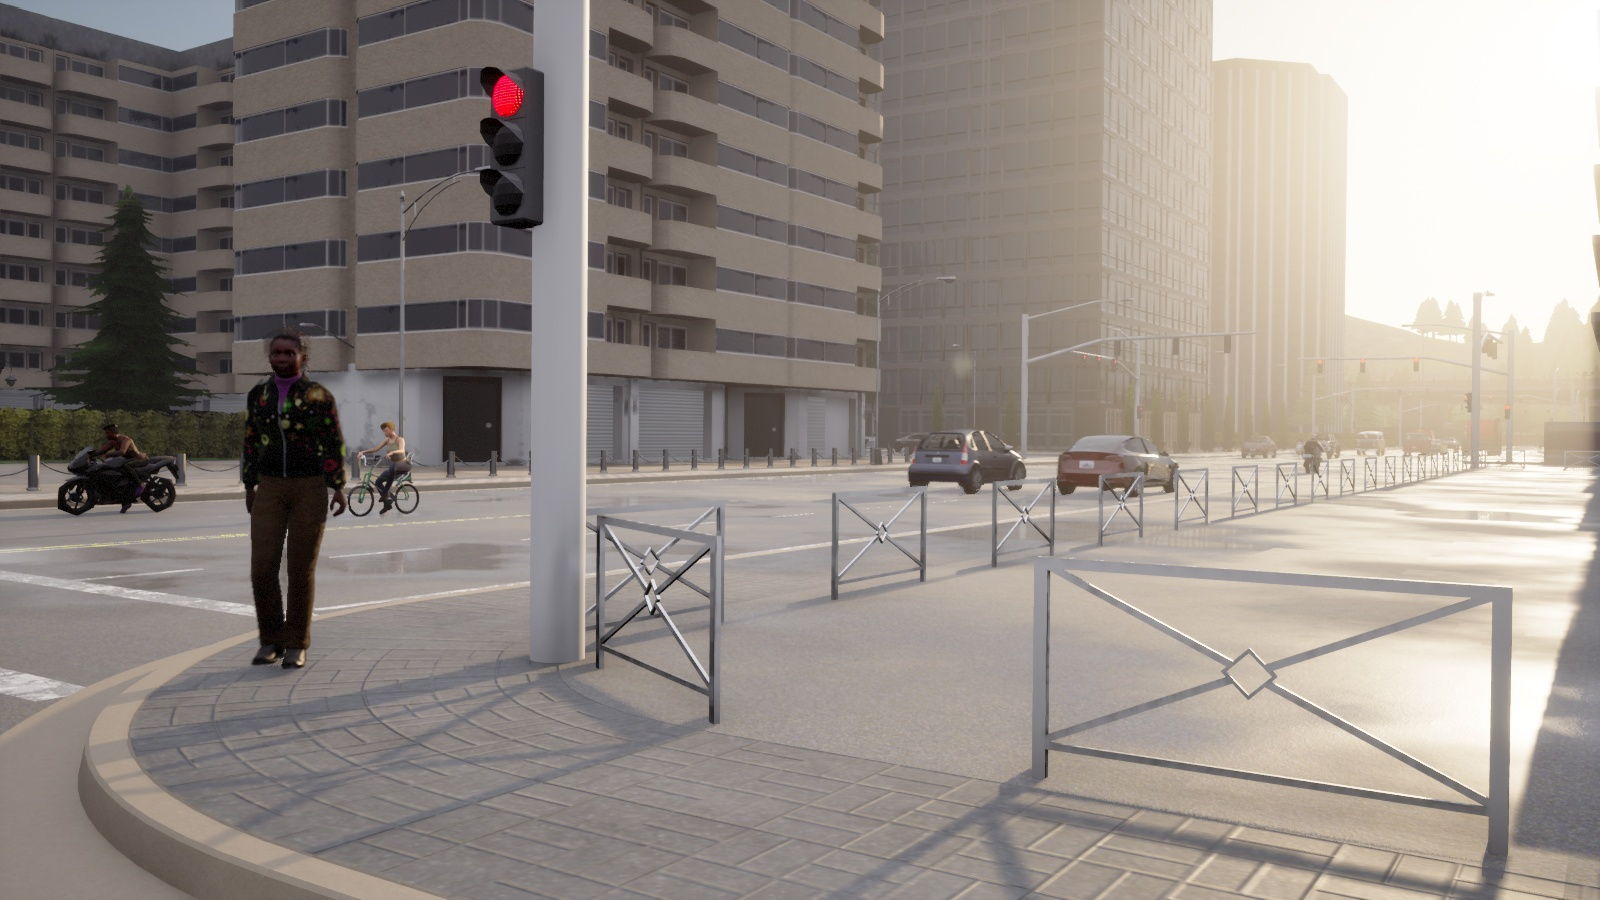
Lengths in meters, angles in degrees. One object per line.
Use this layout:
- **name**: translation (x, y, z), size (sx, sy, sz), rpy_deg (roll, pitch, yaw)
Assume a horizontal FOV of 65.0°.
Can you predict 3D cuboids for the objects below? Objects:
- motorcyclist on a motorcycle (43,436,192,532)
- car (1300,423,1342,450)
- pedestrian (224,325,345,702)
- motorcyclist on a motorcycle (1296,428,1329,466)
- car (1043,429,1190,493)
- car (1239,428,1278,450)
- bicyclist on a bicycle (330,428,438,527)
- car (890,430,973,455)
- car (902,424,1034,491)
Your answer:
- **motorcyclist on a motorcycle**: translation (-11.443, 0.529, 21.112), size (0.797, 1.523, 2.044), rpy_deg (0, 1, 33)
- **car**: translation (36.743, -0.994, 88.571), size (1.932, 1.855, 4.605), rpy_deg (0, 1, 33)
- **pedestrian**: translation (-2.769, 0.322, 6.792), size (0.395, 1.930, 0.692), rpy_deg (-1, 1, -5)
- **motorcyclist on a motorcycle**: translation (21.191, -0.134, 51.919), size (0.866, 1.530, 2.191), rpy_deg (0, 1, 33)
- **car**: translation (8.117, 0.223, 31.877), size (2.163, 1.488, 4.792), rpy_deg (0, 1, 33)
- **car**: translation (32.145, -0.781, 87.929), size (1.789, 1.549, 3.705), rpy_deg (0, 1, 33)
- **bicyclist on a bicycle**: translation (-7.076, 0.440, 21.409), size (0.866, 1.612, 1.509), rpy_deg (0, 1, 33)
- **car**: translation (8.322, -0.477, 79.386), size (4.892, 1.490, 1.837), rpy_deg (0, 1, 33)
- **car**: translation (4.437, 0.144, 32.642), size (1.851, 1.617, 3.988), rpy_deg (0, 1, 33)
